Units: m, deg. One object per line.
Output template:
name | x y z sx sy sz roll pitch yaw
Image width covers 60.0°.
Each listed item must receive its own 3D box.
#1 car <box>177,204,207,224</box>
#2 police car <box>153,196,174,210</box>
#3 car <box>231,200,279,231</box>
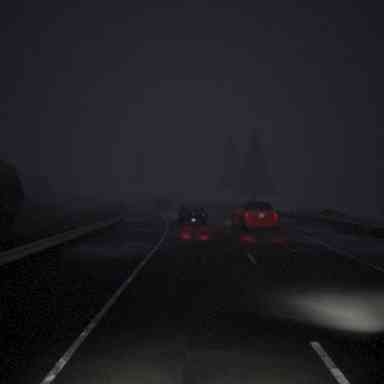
car | -0.090 1.549 24.165 1.895 1.301 4.718 0 0 -5
police car | -3.590 1.333 40.913 1.930 1.638 5.238 0 0 -17
car | 3.696 1.312 20.261 2.097 1.767 4.553 0 0 -3
